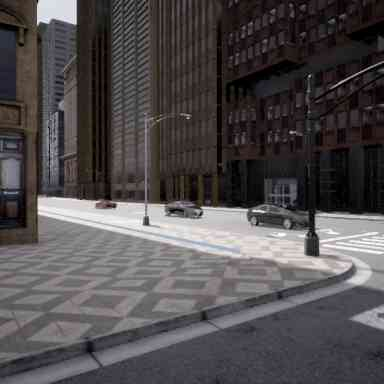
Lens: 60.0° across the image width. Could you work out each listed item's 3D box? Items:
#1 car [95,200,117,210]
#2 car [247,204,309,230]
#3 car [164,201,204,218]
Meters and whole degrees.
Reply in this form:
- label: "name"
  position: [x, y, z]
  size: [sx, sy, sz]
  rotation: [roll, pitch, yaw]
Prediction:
- label: "car"
  position: [-12.500, 1.831, 48.330]
  size: [1.895, 1.301, 4.718]
  rotation: [0, 0, -35]
- label: "car"
  position: [5.782, 1.584, 22.258]
  size: [1.837, 1.490, 4.892]
  rotation: [0, 0, -35]
- label: "car"
  position: [-0.846, 1.630, 31.657]
  size: [2.128, 1.511, 4.902]
  rotation: [0, 0, -35]
